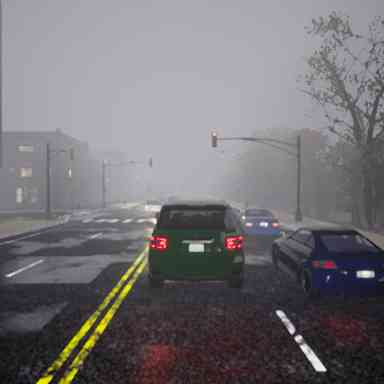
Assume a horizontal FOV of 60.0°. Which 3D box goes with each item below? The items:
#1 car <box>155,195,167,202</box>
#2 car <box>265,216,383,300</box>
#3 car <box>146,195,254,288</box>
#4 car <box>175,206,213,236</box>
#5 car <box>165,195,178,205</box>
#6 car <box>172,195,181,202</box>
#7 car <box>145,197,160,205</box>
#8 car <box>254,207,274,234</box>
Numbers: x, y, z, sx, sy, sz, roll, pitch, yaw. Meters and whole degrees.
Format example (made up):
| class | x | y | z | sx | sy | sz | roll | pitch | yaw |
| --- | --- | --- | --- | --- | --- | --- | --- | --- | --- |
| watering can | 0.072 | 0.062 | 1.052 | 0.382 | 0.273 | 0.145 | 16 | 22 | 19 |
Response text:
| class | x | y | z | sx | sy | sz | roll | pitch | yaw |
| --- | --- | --- | --- | --- | --- | --- | --- | --- | --- |
| car | -6.562 | 1.400 | 71.265 | 2.033 | 1.411 | 5.357 | 0 | 0 | 0 |
| car | 3.351 | 1.547 | 8.394 | 1.994 | 1.385 | 4.181 | 0 | 0 | 0 |
| car | 0.104 | 1.202 | 9.314 | 2.150 | 2.045 | 5.566 | 0 | 0 | 0 |
| car | 0.111 | 1.562 | 19.073 | 1.895 | 1.301 | 4.718 | 0 | 0 | 0 |
| car | -3.349 | 1.366 | 56.181 | 1.882 | 1.535 | 5.008 | 0 | 0 | 0 |
| car | -3.312 | 1.338 | 71.574 | 1.882 | 1.535 | 5.008 | 0 | 0 | 0 |
| car | -6.600 | 1.490 | 55.929 | 1.895 | 1.301 | 4.718 | 0 | 0 | 0 |
| car | 3.324 | 1.512 | 17.621 | 2.033 | 1.411 | 5.357 | 0 | 0 | 3 |
